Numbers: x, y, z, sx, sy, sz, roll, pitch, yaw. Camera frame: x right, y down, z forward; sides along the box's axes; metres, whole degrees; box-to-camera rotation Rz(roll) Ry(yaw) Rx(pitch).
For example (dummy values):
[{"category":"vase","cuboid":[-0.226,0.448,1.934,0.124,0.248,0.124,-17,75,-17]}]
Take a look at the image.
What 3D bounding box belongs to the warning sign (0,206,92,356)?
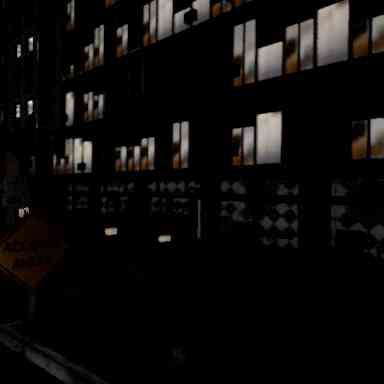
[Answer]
[{"category":"warning sign","cuboid":[-2.432,1.171,5.081,1.060,1.860,1.300,1,-1,39]}]
